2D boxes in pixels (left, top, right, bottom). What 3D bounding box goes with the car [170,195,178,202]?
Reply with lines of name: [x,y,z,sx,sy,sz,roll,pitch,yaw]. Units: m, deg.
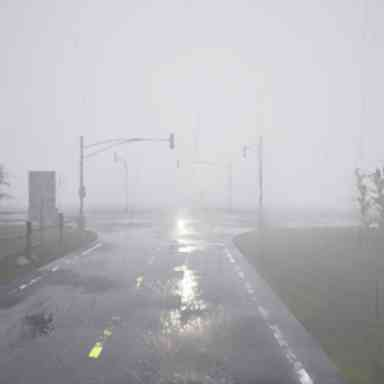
car: [-4.567,1.655,85.456,2.097,1.767,4.553,0,-1,-3]

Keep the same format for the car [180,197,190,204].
car: [-1.582,1.995,81.358,2.097,1.767,4.553,0,-1,-3]

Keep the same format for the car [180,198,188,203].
car: [-2.179,2.246,91.431,1.895,1.301,4.718,0,-1,-4]
